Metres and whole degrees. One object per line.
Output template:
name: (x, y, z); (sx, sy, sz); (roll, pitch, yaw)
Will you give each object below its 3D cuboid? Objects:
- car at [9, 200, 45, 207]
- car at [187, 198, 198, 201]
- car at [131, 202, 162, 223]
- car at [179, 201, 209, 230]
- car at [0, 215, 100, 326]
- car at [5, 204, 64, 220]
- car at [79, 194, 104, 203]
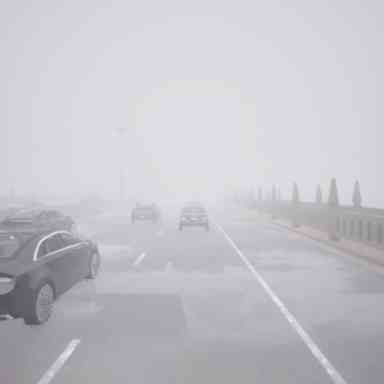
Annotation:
car: (-17.527, 1.550, 35.482); (2.033, 1.411, 5.357); (0, 0, 1)
car: (0.120, 1.527, 42.434); (1.812, 1.442, 4.674); (0, 0, 0)
car: (-3.387, 1.493, 25.192); (2.128, 1.511, 4.902); (0, 0, 0)
car: (0.110, 1.548, 21.110); (2.033, 1.411, 5.357); (0, 0, 0)
car: (-3.396, 1.492, 7.045); (2.128, 1.511, 4.902); (0, 0, 0)
car: (-6.892, 1.506, 15.263); (1.837, 1.490, 4.892); (0, 0, 0)
car: (-13.993, 1.230, 46.810); (2.150, 2.045, 5.566); (0, 0, 0)
